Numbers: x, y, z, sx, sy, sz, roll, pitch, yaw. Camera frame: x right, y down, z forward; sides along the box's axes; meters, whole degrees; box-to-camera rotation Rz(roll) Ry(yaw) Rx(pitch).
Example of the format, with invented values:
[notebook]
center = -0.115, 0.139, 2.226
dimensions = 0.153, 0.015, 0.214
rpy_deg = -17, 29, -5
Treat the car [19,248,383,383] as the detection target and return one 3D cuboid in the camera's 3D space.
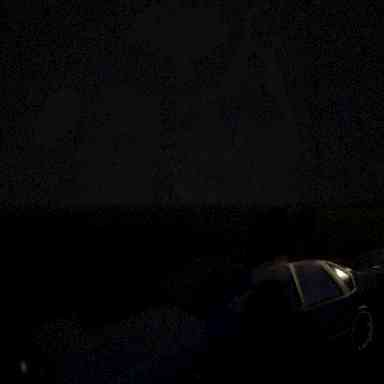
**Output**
[car]
center = 0.744, 1.547, 4.520
dimensions = 5.357, 1.411, 2.033
rpy_deg = 0, 0, -35
